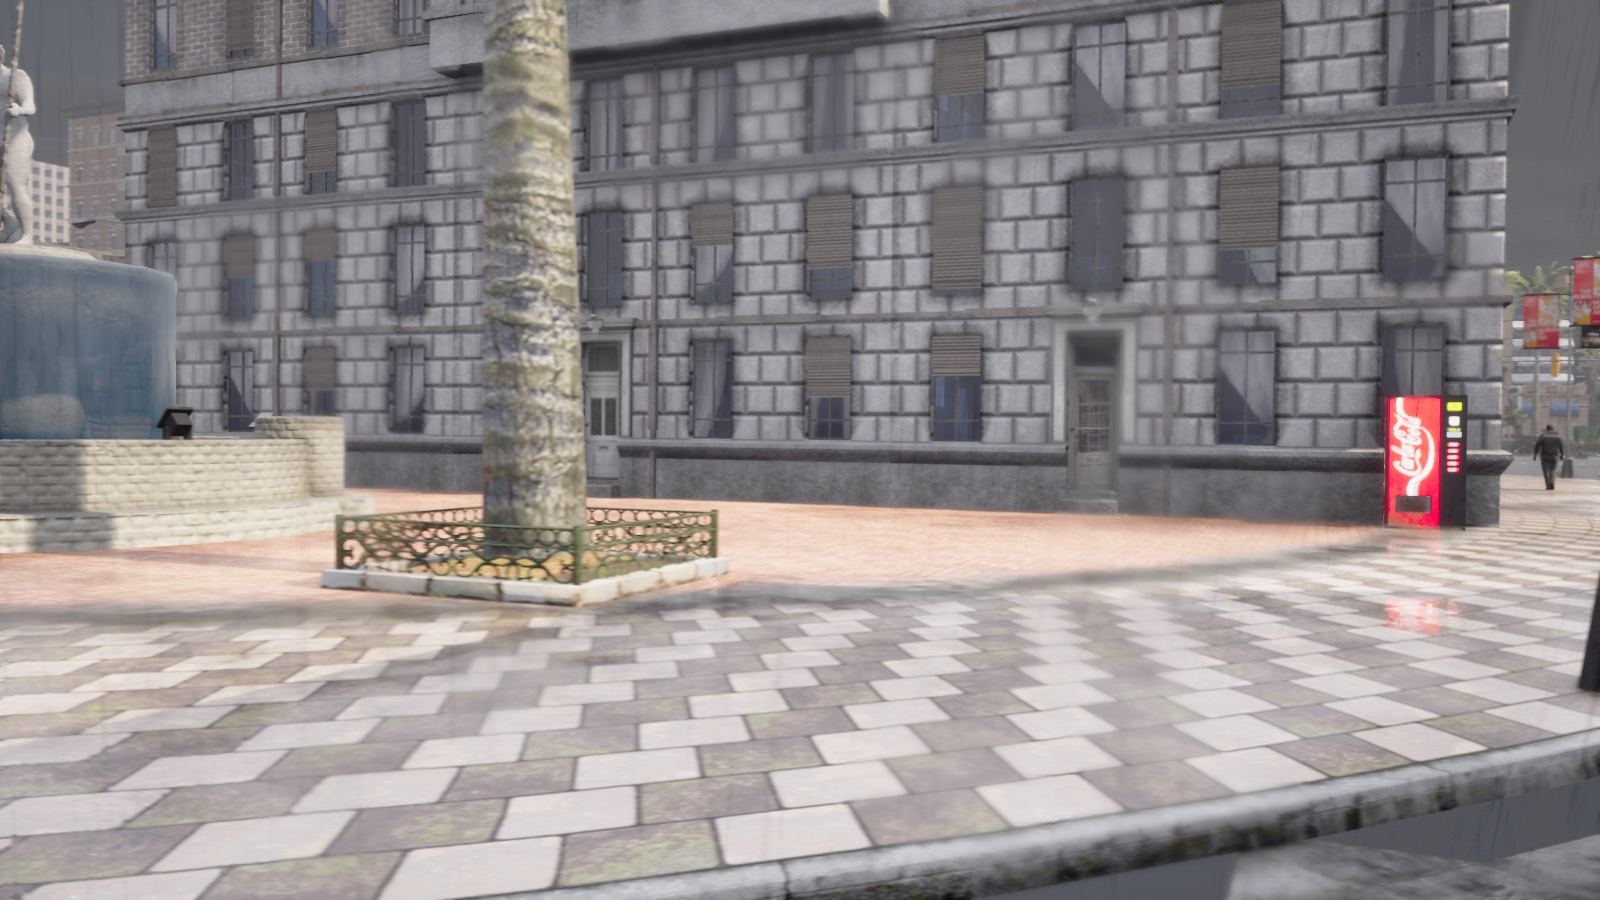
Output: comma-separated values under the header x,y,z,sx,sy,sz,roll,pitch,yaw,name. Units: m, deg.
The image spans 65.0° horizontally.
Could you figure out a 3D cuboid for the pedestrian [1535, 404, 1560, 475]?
x,y,z,sx,sy,sz,roll,pitch,yaw,name
20.186,-0.282,33.921,0.563,1.883,0.849,0,1,29,pedestrian
